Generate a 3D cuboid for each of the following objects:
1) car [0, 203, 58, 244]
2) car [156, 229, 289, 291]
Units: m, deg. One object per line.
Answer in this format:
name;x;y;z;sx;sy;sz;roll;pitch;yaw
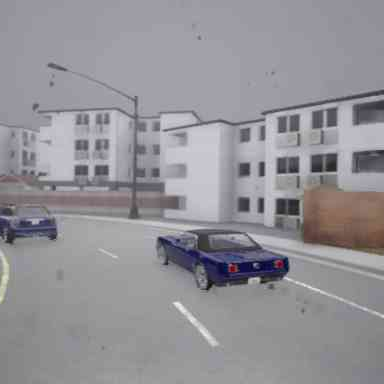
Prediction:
car;-8.288;1.361;16.259;2.097;1.767;4.553;1;-1;-41
car;0.492;1.691;9.440;1.895;1.301;4.718;1;-1;-24
